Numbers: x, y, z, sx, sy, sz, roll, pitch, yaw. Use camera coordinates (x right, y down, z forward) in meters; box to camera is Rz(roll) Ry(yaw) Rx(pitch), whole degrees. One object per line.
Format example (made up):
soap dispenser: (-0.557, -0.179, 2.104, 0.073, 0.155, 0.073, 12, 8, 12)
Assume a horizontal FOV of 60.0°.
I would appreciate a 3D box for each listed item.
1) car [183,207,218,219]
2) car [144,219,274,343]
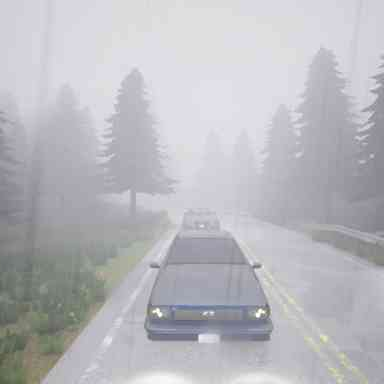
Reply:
car: (0.447, 1.584, 19.161, 1.994, 1.385, 4.181, 0, 0, -2)
car: (0.271, 1.557, 7.076, 2.033, 1.411, 5.357, 0, 0, 1)
